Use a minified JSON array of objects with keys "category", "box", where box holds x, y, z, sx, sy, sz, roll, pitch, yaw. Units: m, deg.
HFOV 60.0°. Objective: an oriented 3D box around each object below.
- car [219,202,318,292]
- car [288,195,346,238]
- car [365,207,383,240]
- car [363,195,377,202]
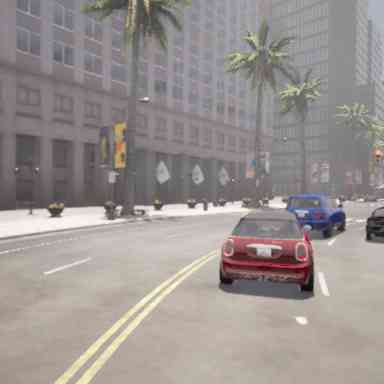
[{"category":"car","box":[2.182,1.317,9.241,2.097,1.767,4.553,0,0,17]},{"category":"car","box":[6.663,1.172,17.860,2.150,2.045,5.566,1,0,35]},{"category":"car","box":[9.754,1.458,16.203,1.882,1.535,5.008,1,0,35]},{"category":"car","box":[38.564,1.396,71.871,2.161,1.482,4.786,1,0,40]}]
